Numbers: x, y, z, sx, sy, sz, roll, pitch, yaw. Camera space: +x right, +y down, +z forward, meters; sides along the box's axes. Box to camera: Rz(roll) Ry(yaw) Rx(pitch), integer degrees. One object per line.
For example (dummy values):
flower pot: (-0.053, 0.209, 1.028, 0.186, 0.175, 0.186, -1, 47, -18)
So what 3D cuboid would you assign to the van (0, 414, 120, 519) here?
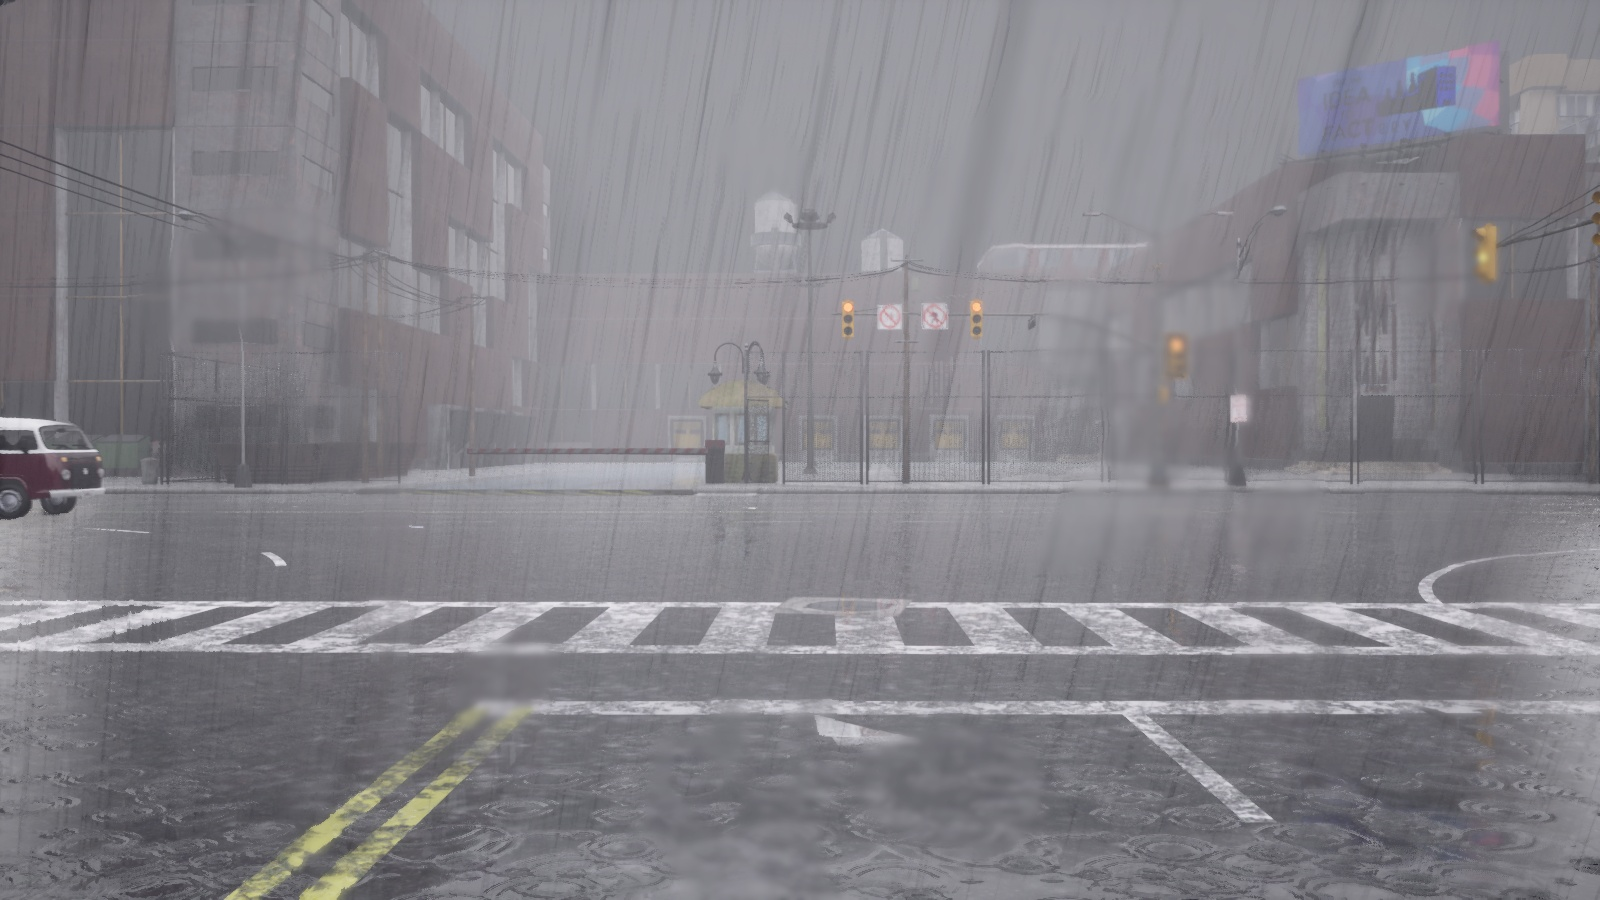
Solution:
van: (-16.657, 0.312, 25.593, 4.480, 2.038, 2.069, 0, 0, 1)
